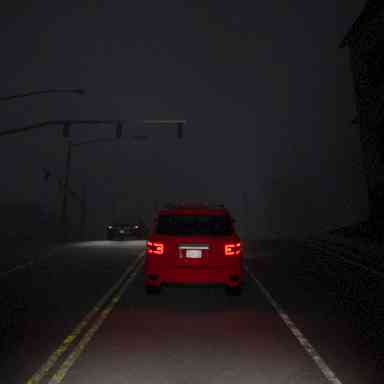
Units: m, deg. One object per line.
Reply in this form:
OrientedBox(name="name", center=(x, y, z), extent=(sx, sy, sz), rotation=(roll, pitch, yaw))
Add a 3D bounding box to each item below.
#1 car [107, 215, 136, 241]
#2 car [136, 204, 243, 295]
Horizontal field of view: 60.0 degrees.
OrientedBox(name="car", center=(-3.637, 2.100, 19.582), extent=(1.812, 1.442, 4.674), rotation=(0, -8, 0))
OrientedBox(name="car", center=(0.067, 1.346, 9.221), extent=(2.150, 2.045, 5.566), rotation=(1, -1, 1))
